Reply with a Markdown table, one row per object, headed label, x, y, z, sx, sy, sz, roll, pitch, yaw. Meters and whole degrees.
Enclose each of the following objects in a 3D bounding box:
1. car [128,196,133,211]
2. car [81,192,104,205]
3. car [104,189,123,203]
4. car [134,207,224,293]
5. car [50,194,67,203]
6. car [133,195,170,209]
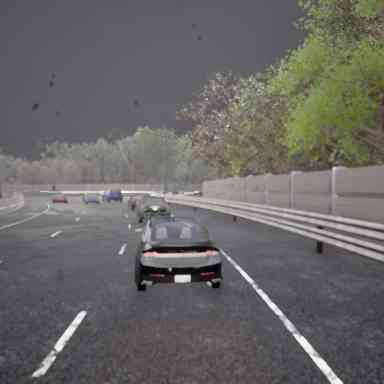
| label | x | y | z | sx | sy | sz | roll | pitch | yaw |
| --- | --- | --- | --- | --- | --- | --- | --- | --- | --- |
| car | -5.419 | 1.041 | 33.833 | 1.882 | 1.535 | 5.008 | 0 | 1 | -16 |
| car | -14.050 | 0.957 | 45.890 | 2.033 | 1.411 | 5.357 | 0 | 1 | -25 |
| car | -11.896 | 0.584 | 49.484 | 2.150 | 2.045 | 5.566 | 0 | 1 | -26 |
| car | -0.464 | 1.379 | 8.642 | 2.128 | 1.511 | 4.902 | 0 | 1 | -7 |
| car | -19.933 | 0.924 | 49.712 | 1.994 | 1.385 | 4.181 | 0 | 1 | -28 |
| car | -2.737 | 1.055 | 22.937 | 2.097 | 1.767 | 4.553 | 0 | 1 | -12 |
